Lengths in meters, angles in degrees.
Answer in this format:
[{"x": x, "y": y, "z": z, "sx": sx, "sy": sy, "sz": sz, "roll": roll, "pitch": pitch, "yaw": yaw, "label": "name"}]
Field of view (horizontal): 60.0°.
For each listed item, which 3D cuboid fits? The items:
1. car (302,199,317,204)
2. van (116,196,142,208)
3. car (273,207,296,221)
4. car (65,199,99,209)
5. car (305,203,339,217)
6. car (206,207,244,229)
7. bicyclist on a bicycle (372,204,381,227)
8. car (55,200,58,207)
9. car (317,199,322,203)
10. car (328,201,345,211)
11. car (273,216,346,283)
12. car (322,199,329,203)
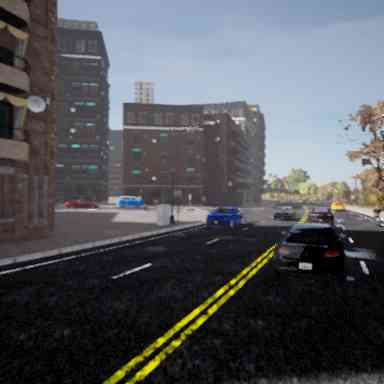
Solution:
[{"x": 30.857, "y": 2.852, "z": 87.386, "sx": 2.128, "sy": 1.511, "sz": 4.902, "roll": 0, "pitch": -1, "yaw": 16, "label": "car"}, {"x": -9.718, "y": 1.563, "z": 52.137, "sx": 3.998, "sy": 1.788, "sz": 1.690, "roll": 1, "pitch": -2, "yaw": -9, "label": "van"}, {"x": 9.210, "y": 2.124, "z": 33.065, "sx": 1.895, "sy": 1.301, "sz": 4.718, "roll": 0, "pitch": -1, "yaw": 21, "label": "car"}, {"x": -14.145, "y": 1.626, "z": 42.991, "sx": 4.206, "sy": 1.307, "sz": 1.802, "roll": 1, "pitch": -2, "yaw": -9, "label": "car"}, {"x": 10.515, "y": 1.940, "z": 27.119, "sx": 2.128, "sy": 1.511, "sz": 4.902, "roll": 0, "pitch": -1, "yaw": 21, "label": "car"}, {"x": 2.573, "y": 1.850, "z": 25.186, "sx": 1.882, "sy": 1.535, "sz": 5.008, "roll": 0, "pitch": -1, "yaw": 22, "label": "car"}, {"x": 14.428, "y": 1.828, "z": 26.009, "sx": 0.659, "sy": 1.776, "sz": 1.843, "roll": 0, "pitch": -1, "yaw": 21, "label": "bicyclist on a bicycle"}, {"x": -19.708, "y": 1.226, "z": 42.162, "sx": 5.009, "sy": 1.841, "sz": 2.192, "roll": 1, "pitch": -2, "yaw": -9, "label": "car"}, {"x": 33.970, "y": 2.685, "z": 86.453, "sx": 2.097, "sy": 1.767, "sz": 4.553, "roll": 0, "pitch": -1, "yaw": 16, "label": "car"}, {"x": 24.224, "y": 2.393, "z": 55.213, "sx": 1.882, "sy": 1.535, "sz": 5.008, "roll": 0, "pitch": -1, "yaw": 19, "label": "car"}, {"x": 3.694, "y": 1.697, "z": 10.316, "sx": 1.812, "sy": 1.442, "sz": 4.674, "roll": 0, "pitch": -1, "yaw": 23, "label": "car"}, {"x": 28.448, "y": 2.641, "z": 68.256, "sx": 2.128, "sy": 1.511, "sz": 4.902, "roll": 0, "pitch": -1, "yaw": 17, "label": "car"}]
